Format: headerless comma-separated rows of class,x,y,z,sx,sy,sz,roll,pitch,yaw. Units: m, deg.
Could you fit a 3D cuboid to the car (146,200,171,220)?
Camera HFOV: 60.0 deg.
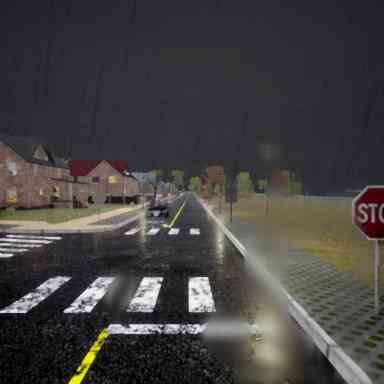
car,-2.803,1.496,28.512,2.128,1.511,4.902,0,0,0
